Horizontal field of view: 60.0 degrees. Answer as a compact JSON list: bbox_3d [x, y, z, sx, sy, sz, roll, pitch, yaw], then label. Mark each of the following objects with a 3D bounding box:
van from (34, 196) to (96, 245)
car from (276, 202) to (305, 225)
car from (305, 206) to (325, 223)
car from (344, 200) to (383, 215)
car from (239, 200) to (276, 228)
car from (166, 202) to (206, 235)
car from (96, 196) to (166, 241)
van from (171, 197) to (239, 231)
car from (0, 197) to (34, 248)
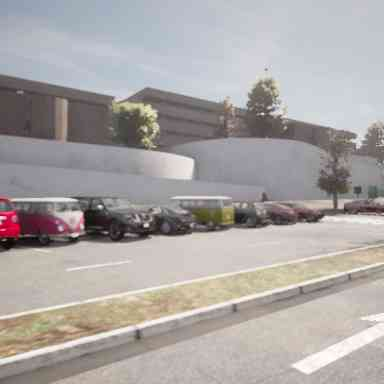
[{"bbox_3d":[-6.760,1.268,15.327,4.442,1.987,1.878,-1,-1,35],"label":"van"},{"bbox_3d":[5.295,1.528,24.031,4.674,1.452,2.002,-1,0,35],"label":"car"},{"bbox_3d":[7.766,1.515,25.765,4.792,1.488,2.163,-1,-1,35],"label":"car"},{"bbox_3d":[17.548,1.509,32.727,4.792,1.488,2.163,-1,-1,35],"label":"car"},{"bbox_3d":[2.887,1.363,22.289,4.553,1.767,2.185,-1,0,35],"label":"car"},{"bbox_3d":[-1.993,1.493,18.842,4.892,1.521,2.231,-1,-1,35],"label":"car"},{"bbox_3d":[-4.403,1.242,17.108,5.566,2.045,2.435,-1,-1,35],"label":"car"},{"bbox_3d":[0.333,1.267,20.642,4.442,1.987,1.878,-1,0,35],"label":"van"},{"bbox_3d":[-9.318,1.245,13.672,5.566,2.045,2.435,-1,-1,35],"label":"car"}]
